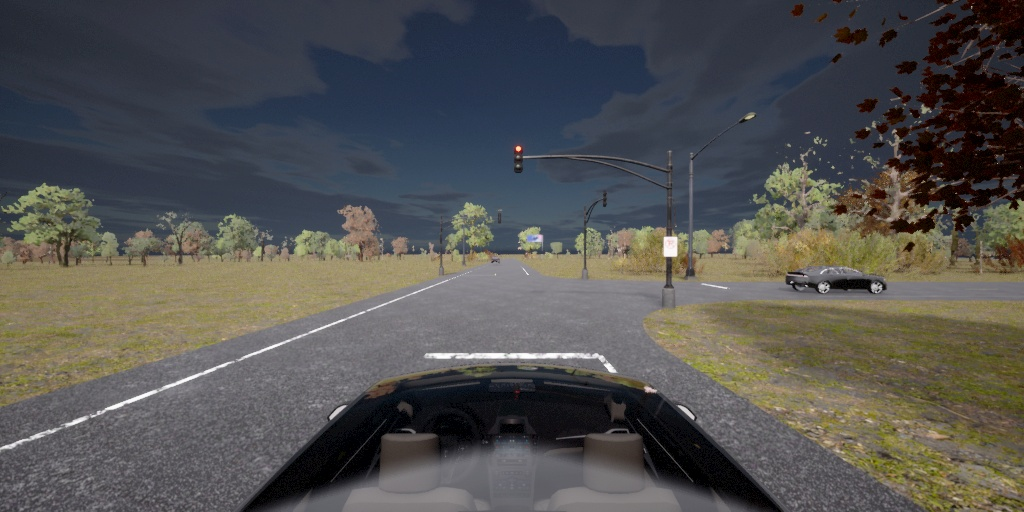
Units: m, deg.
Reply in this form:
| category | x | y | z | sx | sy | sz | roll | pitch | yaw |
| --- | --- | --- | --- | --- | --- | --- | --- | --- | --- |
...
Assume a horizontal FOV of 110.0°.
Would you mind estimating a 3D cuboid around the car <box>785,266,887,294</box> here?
| category | x | y | z | sx | sy | sz | roll | pitch | yaw |
| --- | --- | --- | --- | --- | --- | --- | --- | --- | --- |
| car | 18.329 | 1.307 | 20.360 | 4.902 | 1.511 | 2.128 | 0 | 1 | 0 |
